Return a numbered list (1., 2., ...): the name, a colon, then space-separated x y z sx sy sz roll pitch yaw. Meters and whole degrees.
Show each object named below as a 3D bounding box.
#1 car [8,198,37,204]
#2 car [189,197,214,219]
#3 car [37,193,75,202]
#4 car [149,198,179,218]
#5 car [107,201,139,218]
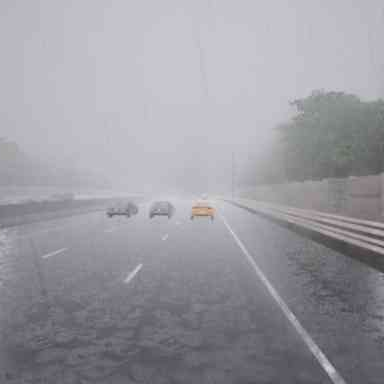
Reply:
1. car: -19.757 1.417 39.490 2.033 1.411 5.357 0 0 3
2. car: 0.922 1.487 29.379 1.882 1.535 5.008 0 0 2
3. car: -16.203 1.115 40.708 2.150 2.045 5.566 0 0 3
4. car: -2.576 1.533 29.508 2.033 1.411 5.357 0 0 2
5. car: -6.072 1.510 29.644 2.033 1.411 5.357 0 0 2
